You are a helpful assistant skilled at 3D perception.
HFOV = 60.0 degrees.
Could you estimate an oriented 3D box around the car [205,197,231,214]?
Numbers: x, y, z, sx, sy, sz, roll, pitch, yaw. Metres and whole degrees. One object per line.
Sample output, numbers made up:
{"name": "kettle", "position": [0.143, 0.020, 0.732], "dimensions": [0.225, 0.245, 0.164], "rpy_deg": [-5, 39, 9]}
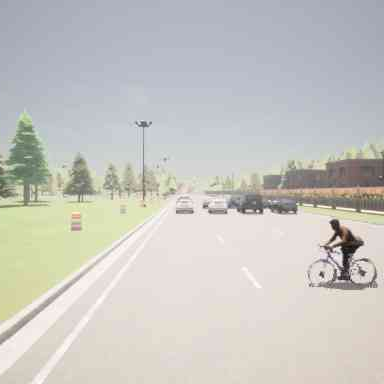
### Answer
{"name": "car", "position": [2.724, 1.526, 35.685], "dimensions": [1.812, 1.442, 4.674], "rpy_deg": [0, 0, -1]}

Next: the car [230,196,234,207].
{"name": "car", "position": [5.929, 1.352, 46.304], "dimensions": [2.097, 1.767, 4.553], "rpy_deg": [0, 0, -1]}

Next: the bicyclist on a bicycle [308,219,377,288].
{"name": "bicyclist on a bicycle", "position": [3.525, 1.453, 7.818], "dimensions": [1.656, 1.620, 0.582], "rpy_deg": [-1, 0, -1]}

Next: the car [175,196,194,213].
{"name": "car", "position": [-0.791, 1.526, 36.260], "dimensions": [1.812, 1.442, 4.674], "rpy_deg": [0, 0, -1]}

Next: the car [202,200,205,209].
{"name": "car", "position": [2.432, 1.601, 45.794], "dimensions": [1.895, 1.301, 4.718], "rpy_deg": [0, 0, -1]}

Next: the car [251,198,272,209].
{"name": "car", "position": [9.441, 1.564, 45.422], "dimensions": [1.994, 1.385, 4.181], "rpy_deg": [0, 0, -1]}

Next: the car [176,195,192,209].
{"name": "car", "position": [-1.071, 1.352, 46.271], "dimensions": [2.097, 1.767, 4.553], "rpy_deg": [0, 0, -1]}

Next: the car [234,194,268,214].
{"name": "car", "position": [6.211, 1.221, 35.827], "dimensions": [2.150, 2.045, 5.566], "rpy_deg": [0, 0, 0]}

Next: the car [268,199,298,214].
{"name": "car", "position": [9.725, 1.491, 35.433], "dimensions": [2.128, 1.511, 4.902], "rpy_deg": [0, 0, -1]}
